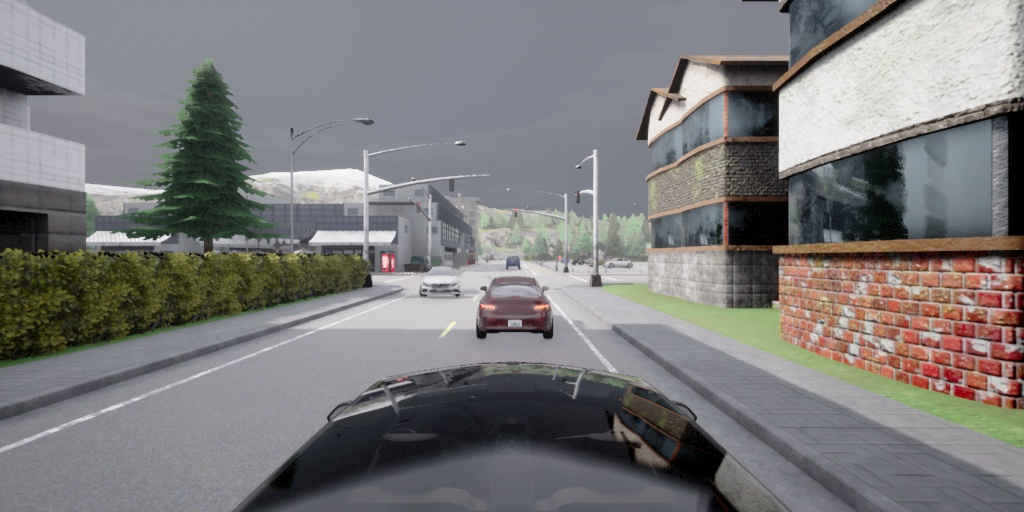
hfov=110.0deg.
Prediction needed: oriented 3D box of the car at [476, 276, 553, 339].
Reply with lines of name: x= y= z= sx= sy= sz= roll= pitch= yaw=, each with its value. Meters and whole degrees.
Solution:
car: x=0.071 y=1.275 z=9.960 sx=1.812 sy=1.442 sz=4.674 roll=0 pitch=0 yaw=0

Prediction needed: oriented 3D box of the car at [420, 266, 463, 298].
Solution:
car: x=-3.595 y=1.277 z=18.733 sx=1.812 sy=1.442 sz=4.674 roll=1 pitch=0 yaw=-8

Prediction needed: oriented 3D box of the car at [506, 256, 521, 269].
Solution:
car: x=0.188 y=0.967 z=57.203 sx=2.150 sy=2.045 sz=5.566 roll=0 pitch=0 yaw=0
